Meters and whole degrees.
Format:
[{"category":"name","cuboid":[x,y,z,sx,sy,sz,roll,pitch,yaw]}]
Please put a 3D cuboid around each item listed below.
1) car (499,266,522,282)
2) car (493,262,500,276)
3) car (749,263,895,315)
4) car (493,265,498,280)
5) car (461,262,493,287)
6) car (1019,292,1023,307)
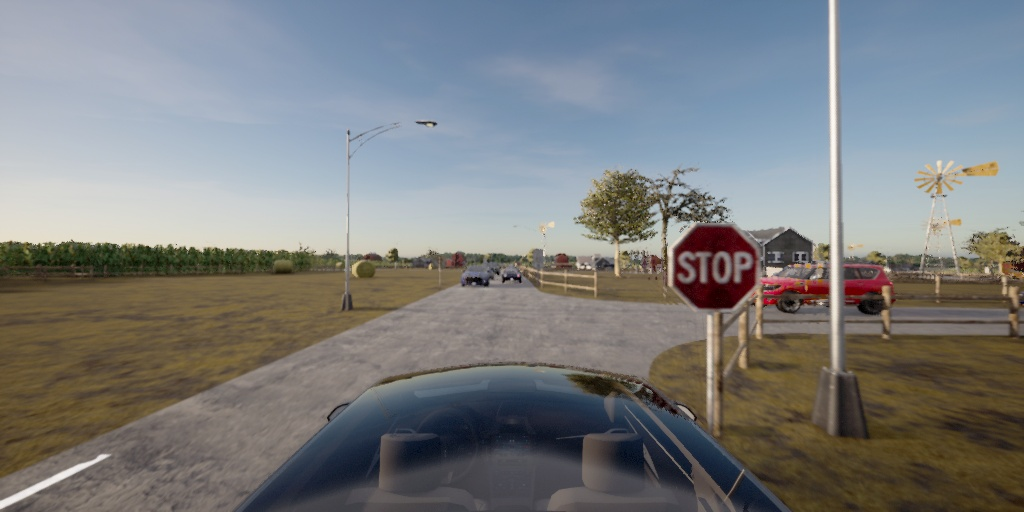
[{"category":"car","cuboid":[-0.015,1.929,35.713,1.895,1.301,4.718,0,-1,0]},{"category":"car","cuboid":[-3.010,1.964,54.672,2.150,2.045,5.566,0,-1,0]},{"category":"car","cuboid":[12.938,1.338,15.412,5.566,2.045,2.150,1,0,1]},{"category":"car","cuboid":[-2.975,1.978,39.685,1.994,1.385,4.181,0,-1,0]},{"category":"car","cuboid":[-2.915,1.549,29.277,2.097,1.767,4.553,0,-1,-1]},{"category":"car","cuboid":[25.075,1.876,15.435,4.718,1.301,1.895,1,0,0]}]
